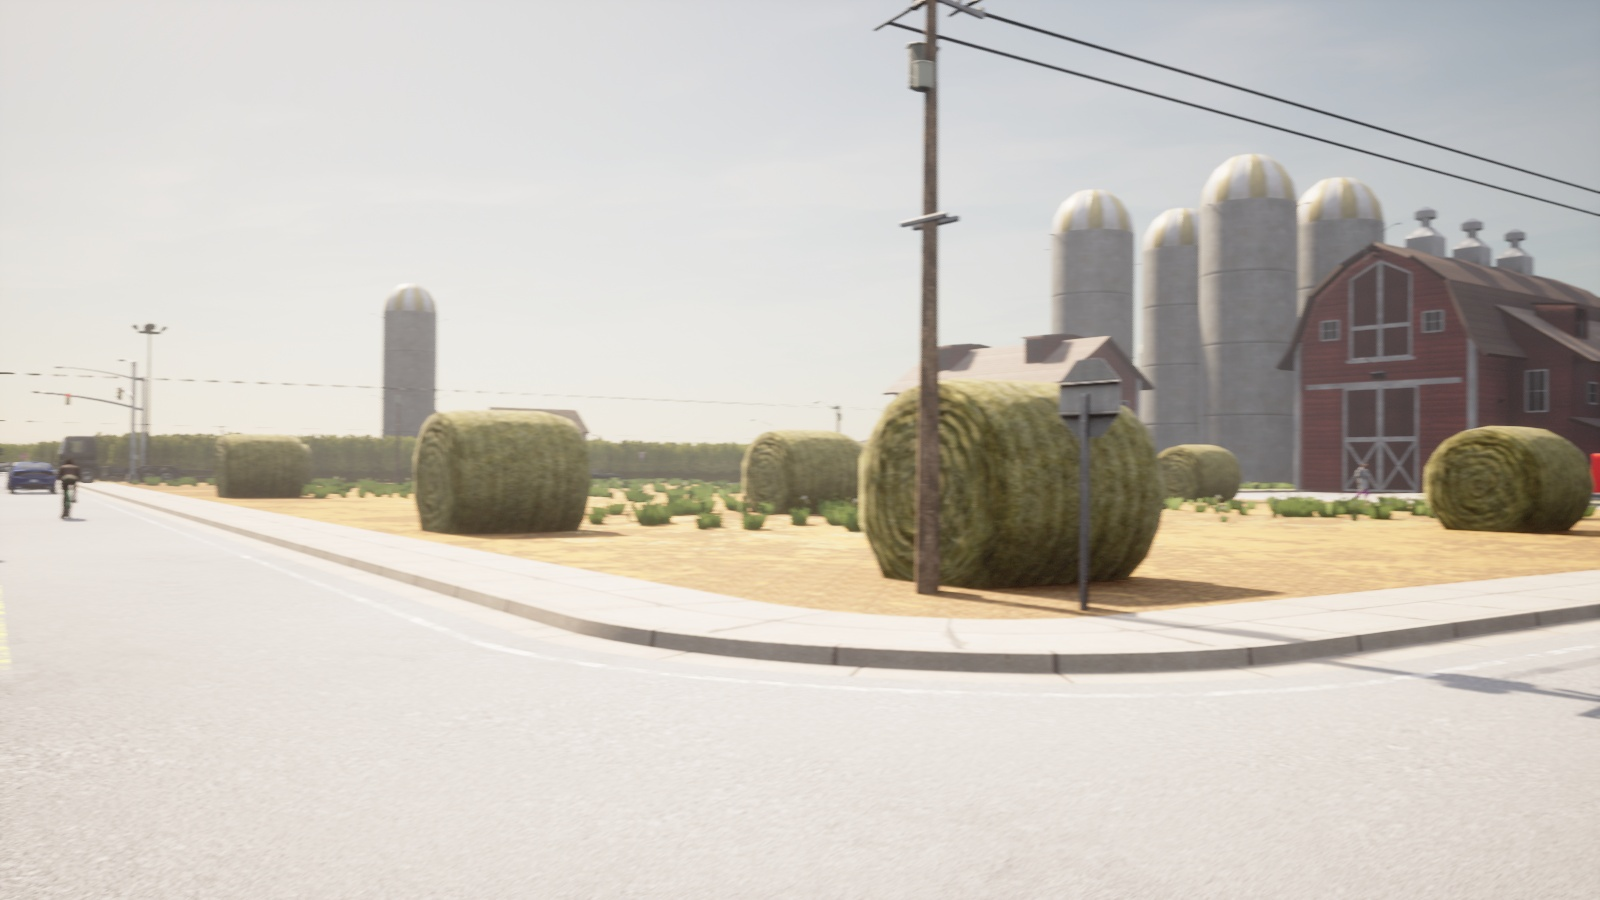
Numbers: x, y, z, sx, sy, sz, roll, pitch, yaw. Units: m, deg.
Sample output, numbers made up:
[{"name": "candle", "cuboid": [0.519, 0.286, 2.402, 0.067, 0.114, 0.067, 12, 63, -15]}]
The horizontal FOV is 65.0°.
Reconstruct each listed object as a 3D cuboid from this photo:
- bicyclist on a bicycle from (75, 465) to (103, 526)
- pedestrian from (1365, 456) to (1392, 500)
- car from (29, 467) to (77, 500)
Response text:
[{"name": "bicyclist on a bicycle", "cuboid": [-19.272, 1.224, 34.025, 0.582, 1.620, 1.656, 1, -1, -32]}, {"name": "pedestrian", "cuboid": [26.004, 1.262, 56.473, 0.659, 1.952, 0.873, 0, -1, -26]}, {"name": "car", "cuboid": [-36.407, 1.620, 61.134, 1.882, 1.535, 5.008, 1, -1, -32]}]
